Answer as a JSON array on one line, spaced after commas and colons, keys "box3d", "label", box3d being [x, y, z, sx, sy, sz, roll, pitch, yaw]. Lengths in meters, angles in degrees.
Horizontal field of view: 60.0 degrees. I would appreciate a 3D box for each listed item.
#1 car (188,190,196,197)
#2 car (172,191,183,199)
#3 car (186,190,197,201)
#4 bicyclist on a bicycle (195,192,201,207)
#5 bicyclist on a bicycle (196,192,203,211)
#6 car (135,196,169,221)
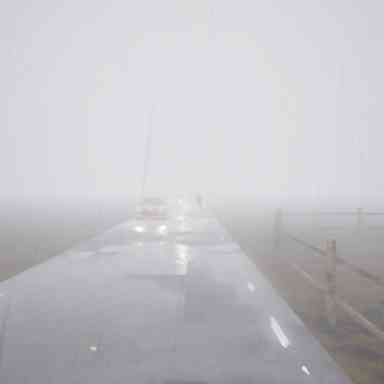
[{"box3d": [0.021, 0.352, 74.815, 1.812, 1.442, 4.674, 0, 1, 0], "label": "car"}, {"box3d": [-2.744, 0.553, 65.470, 2.128, 1.511, 4.902, 0, 1, 0], "label": "car"}, {"box3d": [0.084, 0.784, 56.291, 1.812, 1.442, 4.674, 0, 1, 0], "label": "car"}, {"box3d": [0.768, 0.922, 40.973, 0.659, 1.776, 1.843, 0, 1, 0], "label": "bicyclist on a bicycle"}, {"box3d": [0.766, 1.067, 31.765, 0.659, 1.776, 1.843, 0, 1, 0], "label": "bicyclist on a bicycle"}, {"box3d": [-2.839, 1.147, 24.573, 2.097, 1.767, 4.553, 0, 1, 0], "label": "car"}]
